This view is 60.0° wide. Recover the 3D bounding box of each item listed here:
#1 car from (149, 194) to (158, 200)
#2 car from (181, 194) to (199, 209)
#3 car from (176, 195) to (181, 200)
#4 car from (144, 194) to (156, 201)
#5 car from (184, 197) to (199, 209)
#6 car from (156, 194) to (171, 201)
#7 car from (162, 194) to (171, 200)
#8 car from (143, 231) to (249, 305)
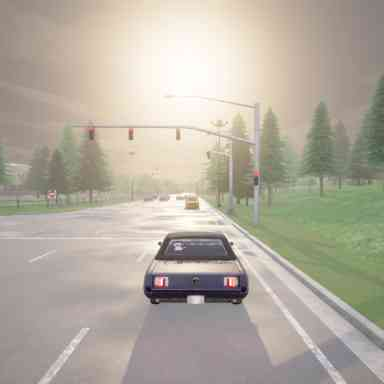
[{"bbox_3d":[-10.379,1.332,90.779,1.837,1.490,4.892,0,0,0],"label":"car"},{"bbox_3d":[-0.081,1.092,46.208,1.882,1.535,5.008,-3,16,-4],"label":"car"},{"bbox_3d":[-3.378,1.553,91.183,1.994,1.385,4.181,0,0,0],"label":"car"},{"bbox_3d":[-10.393,1.531,80.359,2.033,1.411,5.357,0,0,0],"label":"car"},{"bbox_3d":[-0.017,1.576,49.725,2.033,1.411,5.357,-1,1,1],"label":"car"},{"bbox_3d":[-6.893,1.531,80.354,2.033,1.411,5.357,0,0,0],"label":"car"},{"bbox_3d":[-6.879,1.372,90.774,2.033,1.411,5.357,0,0,0],"label":"car"},{"bbox_3d":[0.090,1.601,8.057,1.895,1.301,4.718,0,0,0],"label":"car"}]
